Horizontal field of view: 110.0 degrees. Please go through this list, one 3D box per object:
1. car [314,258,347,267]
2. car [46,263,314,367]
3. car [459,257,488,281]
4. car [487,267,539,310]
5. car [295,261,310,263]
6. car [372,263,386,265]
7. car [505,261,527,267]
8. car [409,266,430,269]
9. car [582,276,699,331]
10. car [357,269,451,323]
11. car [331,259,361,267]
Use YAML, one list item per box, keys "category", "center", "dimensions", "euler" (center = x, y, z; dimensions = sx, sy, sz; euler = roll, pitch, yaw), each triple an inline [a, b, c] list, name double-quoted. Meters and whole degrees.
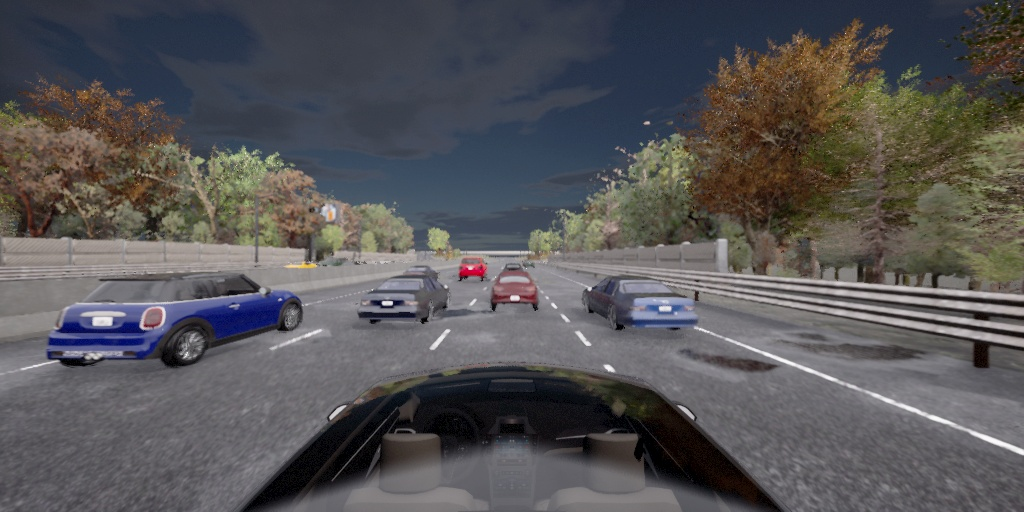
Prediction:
- category: "car"
  center: [-24.562, 1.241, 49.549]
  dimensions: [2.150, 2.045, 5.566]
  euler: [0, -1, 0]
- category: "car"
  center: [-6.900, 1.135, 8.171]
  dimensions: [2.097, 1.767, 4.553]
  euler: [0, 0, 0]
- category: "car"
  center: [-3.399, 1.137, 32.092]
  dimensions: [2.150, 2.045, 5.566]
  euler: [0, 0, 0]
- category: "car"
  center: [0.101, 1.346, 15.095]
  dimensions: [1.812, 1.442, 4.674]
  euler: [0, 0, 0]
- category: "car"
  center: [-28.069, 1.484, 47.673]
  dimensions: [1.882, 1.535, 5.008]
  euler: [0, -1, 0]
- category: "car"
  center: [-17.575, 1.570, 47.532]
  dimensions: [1.994, 1.385, 4.181]
  euler: [0, 0, 0]
- category: "car"
  center: [0.105, 1.425, 32.904]
  dimensions: [1.837, 1.490, 4.892]
  euler: [0, 0, 0]
- category: "car"
  center: [-6.899, 1.436, 27.285]
  dimensions: [2.033, 1.411, 5.357]
  euler: [0, 0, 0]
- category: "car"
  center: [3.607, 1.326, 11.138]
  dimensions: [2.033, 1.411, 5.357]
  euler: [0, 0, -2]
- category: "car"
  center: [-3.401, 1.353, 12.304]
  dimensions: [2.033, 1.411, 5.357]
  euler: [0, 0, 0]
- category: "car"
  center: [-21.079, 1.503, 46.530]
  dimensions: [1.837, 1.490, 4.892]
  euler: [0, 0, 0]
